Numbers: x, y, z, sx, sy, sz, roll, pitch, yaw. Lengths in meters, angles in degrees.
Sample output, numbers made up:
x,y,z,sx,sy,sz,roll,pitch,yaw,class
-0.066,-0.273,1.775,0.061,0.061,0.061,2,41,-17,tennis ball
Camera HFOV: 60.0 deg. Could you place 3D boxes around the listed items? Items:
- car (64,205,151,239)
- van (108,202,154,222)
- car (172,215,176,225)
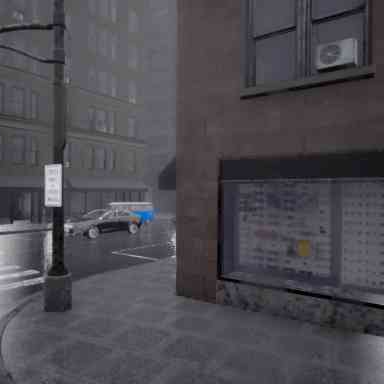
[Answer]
x,y,z,sx,sy,sz,roll,pitch,yaw,class
-4.979,1.726,18.969,2.128,1.511,4.902,0,-1,35,car
-4.493,1.635,24.151,1.690,1.788,3.998,-1,-1,35,van
0.272,1.947,26.434,1.994,1.385,4.181,0,-1,35,car
